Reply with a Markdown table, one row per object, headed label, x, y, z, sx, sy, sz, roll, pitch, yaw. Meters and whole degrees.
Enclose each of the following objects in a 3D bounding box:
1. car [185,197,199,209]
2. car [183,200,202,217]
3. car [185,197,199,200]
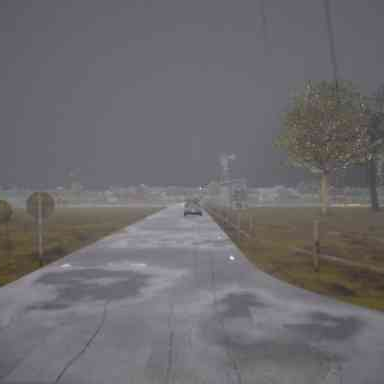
| label | x | y | z | sx | sy | sz | roll | pitch | yaw |
| --- | --- | --- | --- | --- | --- | --- | --- | --- | --- |
| car | 0.011 | 1.822 | 56.430 | 2.150 | 2.045 | 5.566 | -1 | -1 | 0 |
| car | 0.103 | 1.877 | 36.017 | 1.994 | 1.385 | 4.181 | -1 | -1 | 0 |
| car | 0.008 | 1.669 | 46.069 | 2.150 | 2.045 | 5.566 | -1 | -1 | 0 |
